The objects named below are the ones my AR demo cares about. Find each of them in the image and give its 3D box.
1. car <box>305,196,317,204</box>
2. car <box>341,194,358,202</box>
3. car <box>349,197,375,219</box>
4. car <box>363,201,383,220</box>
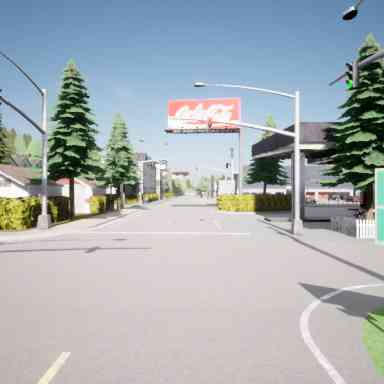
[{"bbox_3d":[22.470,1.552,64.069,1.970,1.475,3.806,0,0,0],"label":"car"},{"bbox_3d":[34.870,1.489,71.866,2.007,1.523,4.514,0,0,0],"label":"car"},{"bbox_3d":[14.356,1.504,24.998,3.866,1.878,1.905,0,0,0],"label":"car"},{"bbox_3d":[18.679,1.672,30.670,4.611,1.667,2.242,0,0,0],"label":"car"}]
